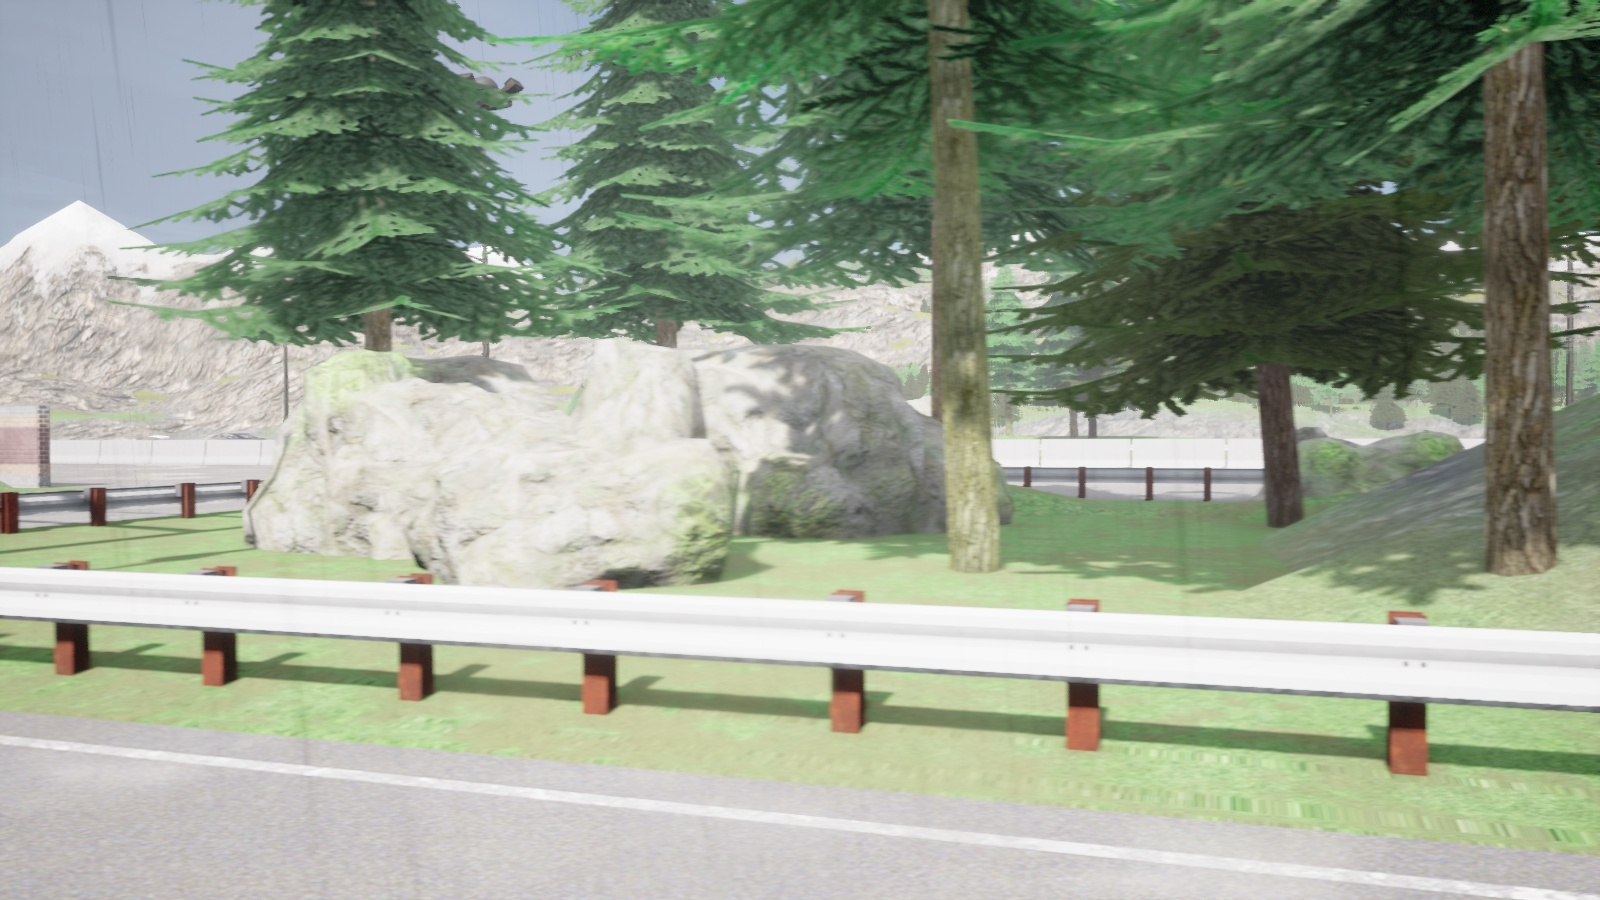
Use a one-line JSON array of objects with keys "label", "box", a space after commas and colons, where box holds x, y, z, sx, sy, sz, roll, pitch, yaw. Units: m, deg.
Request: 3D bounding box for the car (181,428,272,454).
[{"label": "car", "box": [-34.758, -0.564, 76.115, 4.902, 1.511, 2.128, 1, 1, 18]}]
